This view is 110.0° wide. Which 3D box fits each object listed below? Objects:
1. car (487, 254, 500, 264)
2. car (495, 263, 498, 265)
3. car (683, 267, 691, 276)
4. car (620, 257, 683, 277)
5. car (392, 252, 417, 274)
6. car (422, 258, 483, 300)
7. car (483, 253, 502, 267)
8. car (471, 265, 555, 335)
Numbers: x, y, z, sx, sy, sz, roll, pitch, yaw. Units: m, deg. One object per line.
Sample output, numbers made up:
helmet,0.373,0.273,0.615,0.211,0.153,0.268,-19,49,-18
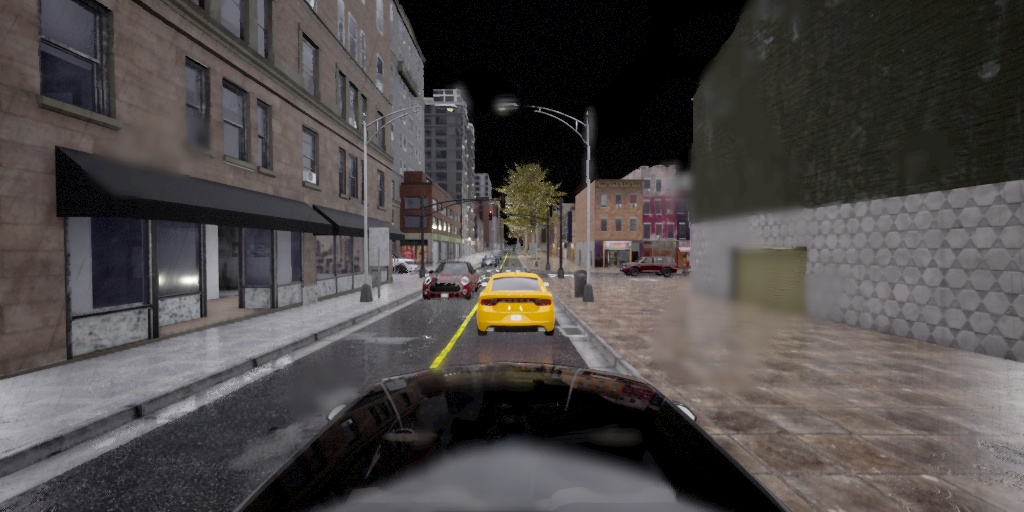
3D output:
car,-2.830,0.442,55.837,1.895,1.301,4.718,0,2,0
car,0.073,1.250,19.881,1.895,1.301,4.718,0,1,0
car,18.113,1.296,33.418,4.207,1.307,1.802,0,0,0
car,12.711,0.952,33.411,5.009,1.841,2.192,0,0,0
car,-11.072,0.549,30.866,5.566,2.045,2.150,1,1,-3
car,-2.775,1.030,17.132,2.097,1.767,4.553,0,1,0
car,-2.828,0.613,45.997,2.128,1.511,4.902,0,2,1
car,0.098,1.206,10.439,1.882,1.535,5.008,0,0,0
